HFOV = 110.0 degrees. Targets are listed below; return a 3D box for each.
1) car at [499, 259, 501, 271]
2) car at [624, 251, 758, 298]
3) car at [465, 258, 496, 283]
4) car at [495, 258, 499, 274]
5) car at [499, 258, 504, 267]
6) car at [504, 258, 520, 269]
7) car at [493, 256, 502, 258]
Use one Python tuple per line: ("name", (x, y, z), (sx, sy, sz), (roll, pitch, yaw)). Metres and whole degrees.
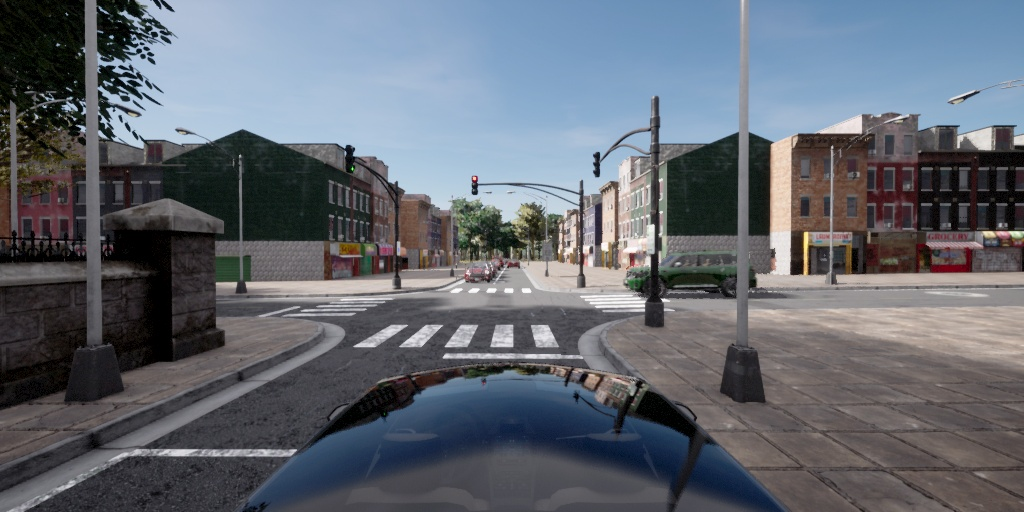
("car", (-2.500, 1.335, 38.986), (1.948, 1.339, 4.313), (0, 0, 0))
("car", (8.121, 0.818, 16.587), (5.566, 2.045, 2.150), (-1, 1, 5))
("car", (-2.541, 1.199, 28.117), (1.967, 1.591, 4.097), (0, 0, 0))
("car", (-2.520, 1.204, 33.551), (1.967, 1.591, 4.097), (0, 0, 0))
("car", (-2.458, 1.329, 49.855), (1.888, 1.381, 4.507), (0, 0, 0))
("car", (0.273, 1.152, 59.349), (2.097, 1.767, 4.553), (0, 0, 1))
("car", (-2.802, 1.259, 60.927), (1.801, 1.575, 5.366), (0, 0, 0))
